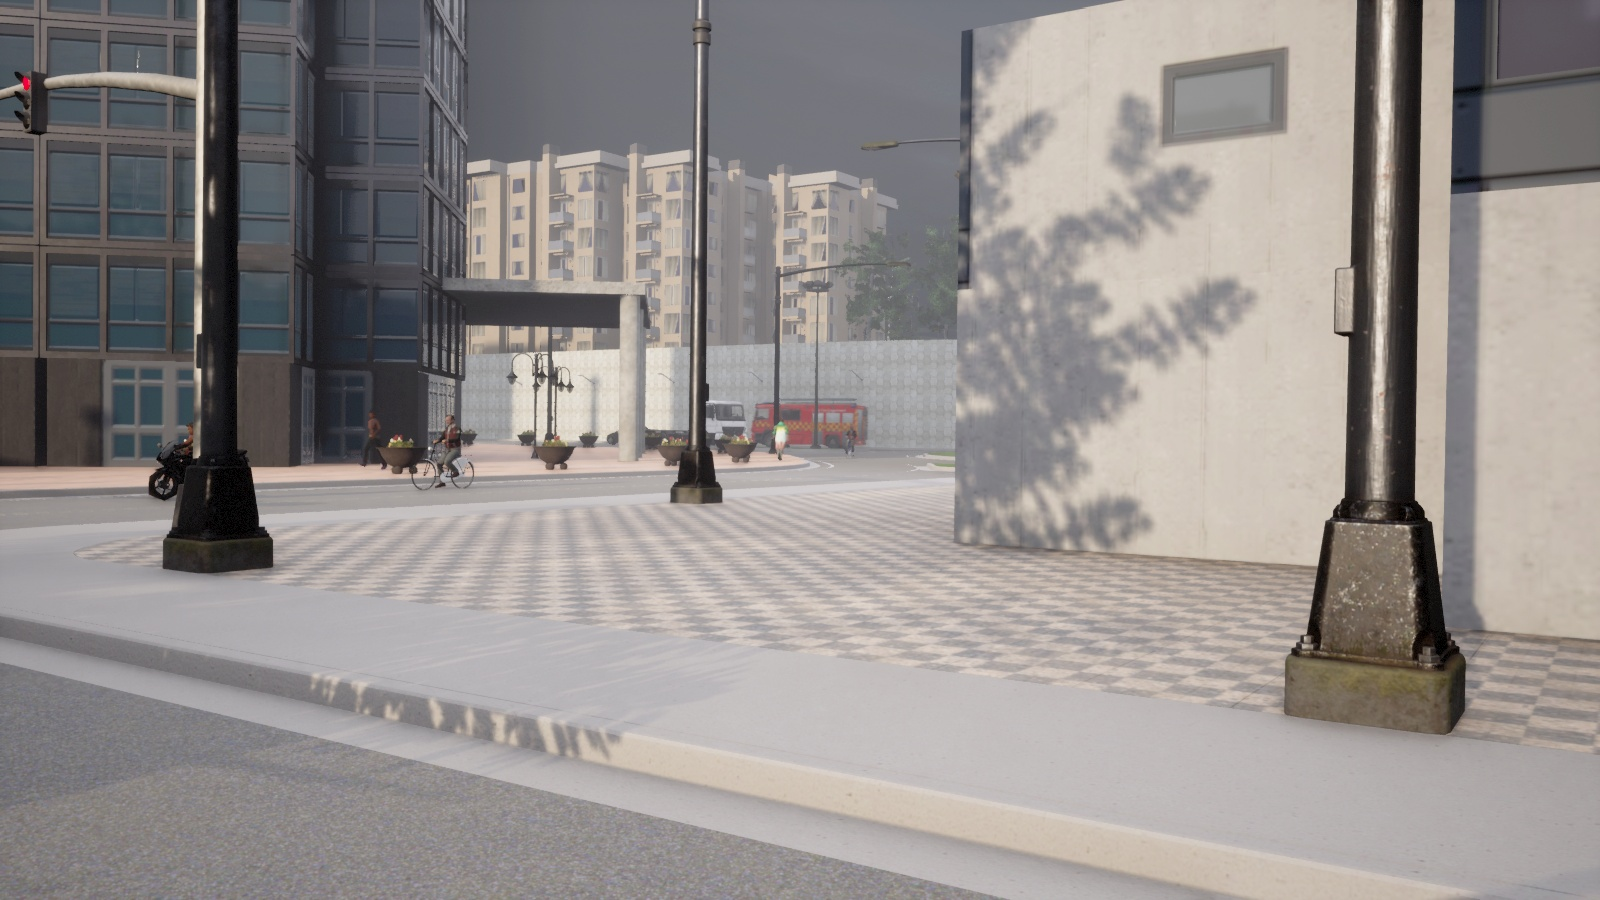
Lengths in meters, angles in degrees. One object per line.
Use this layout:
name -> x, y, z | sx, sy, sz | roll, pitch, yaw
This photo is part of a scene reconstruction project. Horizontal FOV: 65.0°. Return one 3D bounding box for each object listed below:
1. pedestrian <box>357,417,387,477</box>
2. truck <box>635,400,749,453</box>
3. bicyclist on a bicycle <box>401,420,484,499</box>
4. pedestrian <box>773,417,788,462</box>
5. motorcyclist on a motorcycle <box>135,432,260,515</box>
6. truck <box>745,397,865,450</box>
pedestrian -> -13.011, -0.096, 38.218 | 0.328, 1.805, 0.869 | 0, 1, 26
truck -> -7.395, -1.584, 85.104 | 7.936, 3.462, 2.891 | 1, 1, 40
bicyclist on a bicycle -> -8.301, 0.204, 29.227 | 0.659, 1.776, 1.843 | 0, 1, 34
pedestrian -> -0.853, -0.483, 54.938 | 0.659, 1.952, 0.873 | 0, 1, -1
motorcyclist on a motorcycle -> -11.628, 0.415, 24.317 | 0.797, 1.523, 2.044 | 0, 1, 34
truck -> 0.363, -1.962, 94.383 | 8.468, 3.827, 2.891 | 0, 1, 22
